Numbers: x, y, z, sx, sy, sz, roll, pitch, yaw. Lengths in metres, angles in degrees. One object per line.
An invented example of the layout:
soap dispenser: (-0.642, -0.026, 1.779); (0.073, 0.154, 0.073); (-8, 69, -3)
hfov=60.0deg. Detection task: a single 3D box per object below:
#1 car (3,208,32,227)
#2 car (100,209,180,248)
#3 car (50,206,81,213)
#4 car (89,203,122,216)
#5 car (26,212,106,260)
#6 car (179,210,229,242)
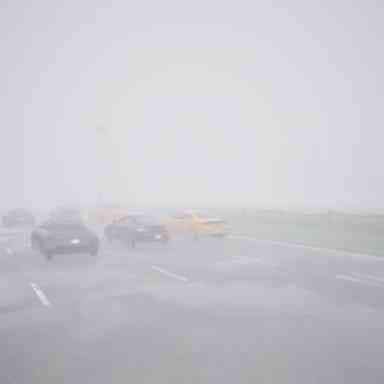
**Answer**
car: (-13.572, 1.939, 26.086); (1.994, 1.385, 4.181); (1, -1, -33)
car: (-2.691, 1.756, 16.054); (1.812, 1.442, 4.674); (1, -1, -33)
car: (-10.634, 1.907, 27.981); (1.837, 1.490, 4.892); (1, -1, -33)
car: (-7.658, 1.779, 29.829); (2.097, 1.767, 4.553); (1, -1, -33)
car: (-5.283, 1.761, 13.626); (1.994, 1.385, 4.181); (1, -1, -33)
car: (-0.030, 1.741, 18.376); (1.882, 1.535, 5.008); (1, -1, -33)
